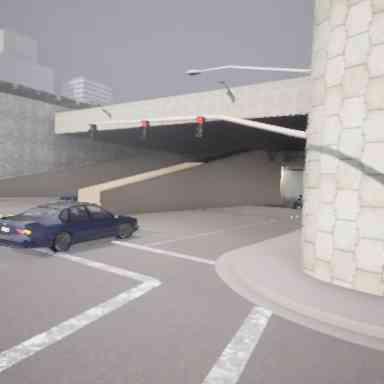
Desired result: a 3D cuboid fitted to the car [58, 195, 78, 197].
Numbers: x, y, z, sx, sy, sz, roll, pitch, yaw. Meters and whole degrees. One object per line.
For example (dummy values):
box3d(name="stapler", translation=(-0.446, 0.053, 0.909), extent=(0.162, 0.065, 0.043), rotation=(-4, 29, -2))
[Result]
box3d(name="car", translation=(-7.509, 0.531, 24.731), extent=(1.895, 1.301, 4.718), rotation=(4, 2, 34))

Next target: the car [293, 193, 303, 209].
box3d(name="car", translation=(12.117, 0.940, 34.505), extent=(2.097, 1.767, 4.553), rotation=(4, 2, 34))

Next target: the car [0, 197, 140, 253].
box3d(name="car", translation=(-3.998, 1.058, 11.383), extent=(2.033, 1.411, 5.357), rotation=(3, 2, 26))

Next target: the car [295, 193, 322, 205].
box3d(name="car", translation=(16.130, 0.961, 45.913), extent=(1.812, 1.442, 4.674), rotation=(4, 2, 41))
